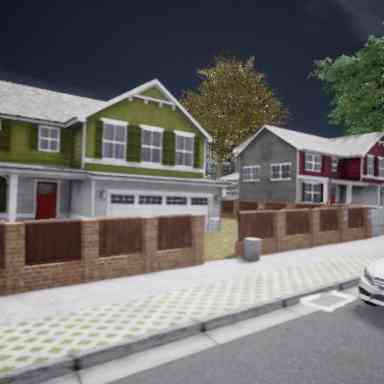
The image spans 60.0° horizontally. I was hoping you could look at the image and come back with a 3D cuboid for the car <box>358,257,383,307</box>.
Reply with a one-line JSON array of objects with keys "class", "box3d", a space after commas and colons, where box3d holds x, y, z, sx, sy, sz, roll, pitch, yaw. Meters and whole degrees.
[{"class": "car", "box3d": [5.356, 1.549, 6.889, 4.674, 1.442, 1.812, 0, 0, -35]}]
